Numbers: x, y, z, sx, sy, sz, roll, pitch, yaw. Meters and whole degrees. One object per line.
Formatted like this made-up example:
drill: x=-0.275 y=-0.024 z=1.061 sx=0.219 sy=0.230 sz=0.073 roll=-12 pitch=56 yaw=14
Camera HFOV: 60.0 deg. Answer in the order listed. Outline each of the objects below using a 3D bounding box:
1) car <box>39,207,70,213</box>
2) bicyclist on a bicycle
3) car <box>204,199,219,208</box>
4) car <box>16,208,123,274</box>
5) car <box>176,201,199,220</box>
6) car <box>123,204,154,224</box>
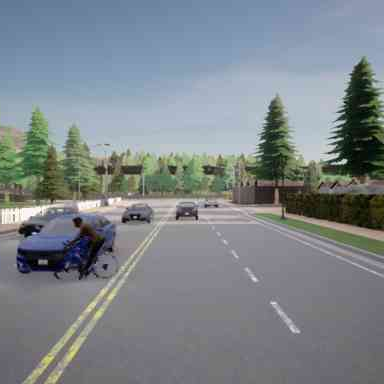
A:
car: x=-7.390 y=1.548 z=18.302 sx=2.033 sy=1.411 sz=5.357 roll=0 pitch=0 yaw=-1
bicyclist on a bicycle: x=-2.724 y=1.458 z=8.479 sx=1.656 sy=1.620 sz=0.582 roll=-2 pitch=0 yaw=-4
car: x=2.699 y=1.601 z=47.713 sx=1.895 sy=1.301 sz=4.718 roll=0 pitch=0 yaw=-1
car: x=-3.776 y=1.478 z=10.836 sx=1.882 sy=1.535 sz=5.008 roll=0 pitch=0 yaw=-1
car: x=-0.404 y=1.525 z=28.458 sx=1.812 sy=1.442 sz=4.674 roll=0 pitch=0 yaw=0
car: x=-3.964 y=1.564 z=24.952 sx=1.994 sy=1.385 sz=4.181 roll=0 pitch=0 yaw=-1
